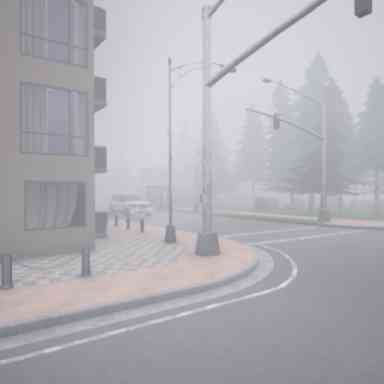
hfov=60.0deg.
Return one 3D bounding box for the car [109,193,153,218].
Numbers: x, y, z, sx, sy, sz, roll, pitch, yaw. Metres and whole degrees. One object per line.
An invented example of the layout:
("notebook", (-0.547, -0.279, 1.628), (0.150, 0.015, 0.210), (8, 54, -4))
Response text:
("car", (-5.460, 1.136, 29.078), (2.150, 2.045, 5.566), (0, 0, -35))
